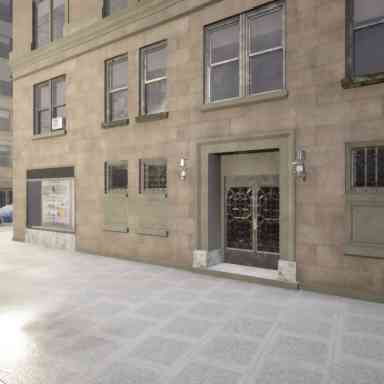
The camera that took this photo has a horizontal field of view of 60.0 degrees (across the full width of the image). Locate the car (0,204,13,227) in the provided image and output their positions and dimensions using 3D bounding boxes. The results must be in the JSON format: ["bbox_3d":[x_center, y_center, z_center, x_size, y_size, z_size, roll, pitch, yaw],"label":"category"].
[{"bbox_3d":[-11.889,1.512,23.033,2.033,1.411,5.357,0,0,39],"label":"car"}]
